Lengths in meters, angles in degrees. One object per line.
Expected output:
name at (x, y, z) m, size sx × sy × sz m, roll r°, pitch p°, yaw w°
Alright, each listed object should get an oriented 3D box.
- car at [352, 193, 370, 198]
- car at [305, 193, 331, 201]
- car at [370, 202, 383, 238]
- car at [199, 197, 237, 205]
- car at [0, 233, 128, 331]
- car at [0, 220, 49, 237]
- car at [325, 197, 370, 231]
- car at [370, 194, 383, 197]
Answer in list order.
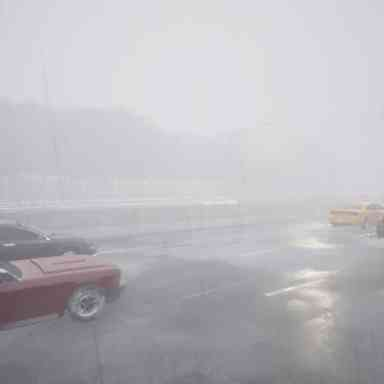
car at (23.676, 0.940, 46.266) m, size 4.674 × 1.442 × 1.812 m, roll -1°, pitch 1°, yaw -35°
car at (19.664, 0.898, 52.002) m, size 5.008 × 1.535 × 1.882 m, roll -1°, pitch 1°, yaw -35°
car at (10.678, 1.206, 15.612) m, size 4.553 × 1.767 × 2.097 m, roll -1°, pitch 1°, yaw -35°
car at (2.886, 1.292, 36.061) m, size 4.674 × 1.442 × 1.812 m, roll -1°, pitch 1°, yaw -35°
car at (-3.542, 1.599, 5.518) m, size 4.718 × 1.301 × 1.895 m, roll 0°, pitch 0°, yaw -35°
car at (-4.990, 1.502, 8.783) m, size 4.892 × 1.490 × 1.837 m, roll 0°, pitch 0°, yaw -35°
car at (10.091, 1.306, 19.484) m, size 5.008 × 1.535 × 1.882 m, roll -1°, pitch 1°, yaw -35°
car at (25.676, 0.928, 43.393) m, size 4.674 × 1.442 × 1.812 m, roll -1°, pitch 1°, yaw -35°
